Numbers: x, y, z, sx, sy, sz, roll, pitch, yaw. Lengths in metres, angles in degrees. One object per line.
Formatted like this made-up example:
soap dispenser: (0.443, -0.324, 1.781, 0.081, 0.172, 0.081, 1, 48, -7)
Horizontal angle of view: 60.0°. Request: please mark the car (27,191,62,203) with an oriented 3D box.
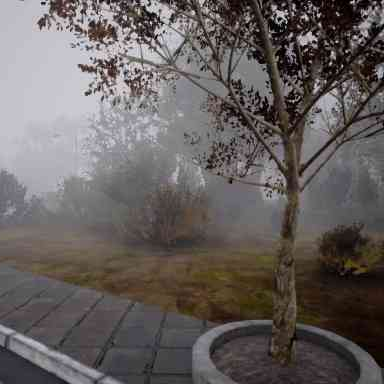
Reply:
car: (-18.391, 0.939, 41.852, 2.150, 2.045, 5.566, 1, 0, 32)
